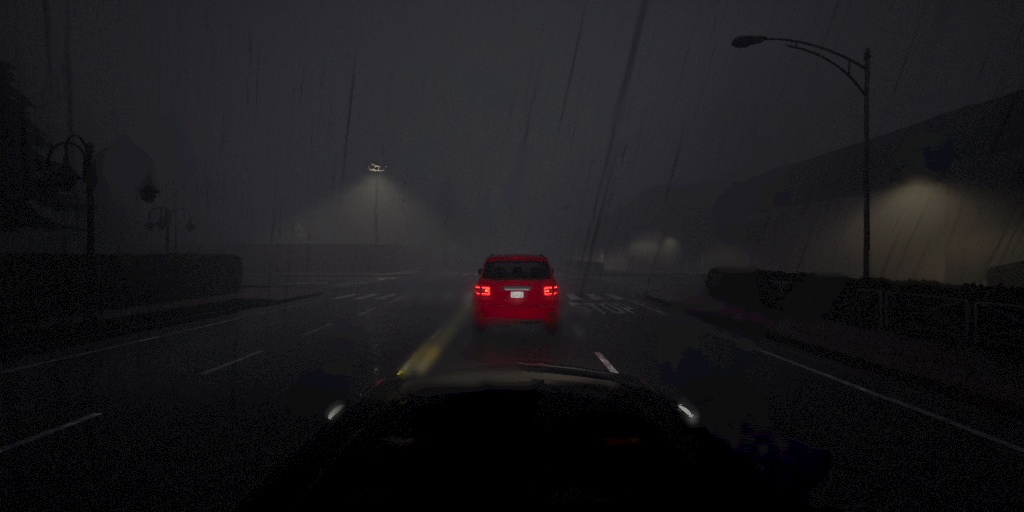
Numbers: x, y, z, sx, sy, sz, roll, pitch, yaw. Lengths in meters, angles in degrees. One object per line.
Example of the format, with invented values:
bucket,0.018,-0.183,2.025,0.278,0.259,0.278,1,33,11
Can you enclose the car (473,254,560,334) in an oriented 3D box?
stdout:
car,0.123,0.971,10.806,2.150,2.045,5.566,0,0,0

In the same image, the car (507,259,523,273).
car,0.362,1.227,45.633,1.882,1.535,5.008,0,0,1
